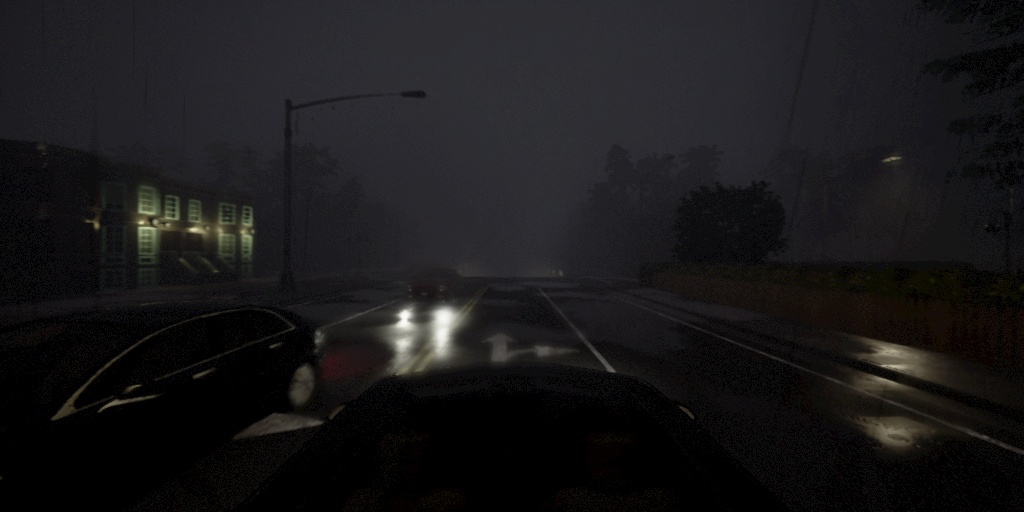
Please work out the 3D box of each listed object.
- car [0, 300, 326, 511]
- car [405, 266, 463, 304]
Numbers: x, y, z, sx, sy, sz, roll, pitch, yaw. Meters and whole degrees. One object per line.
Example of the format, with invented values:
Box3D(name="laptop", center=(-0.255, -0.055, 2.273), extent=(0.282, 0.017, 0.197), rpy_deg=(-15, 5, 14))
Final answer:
Box3D(name="car", center=(-3.591, 1.249, 3.233), extent=(1.837, 1.490, 4.892), rpy_deg=(0, -1, 0))
Box3D(name="car", center=(-3.519, 1.273, 16.934), extent=(1.882, 1.535, 5.008), rpy_deg=(0, 0, 1))
